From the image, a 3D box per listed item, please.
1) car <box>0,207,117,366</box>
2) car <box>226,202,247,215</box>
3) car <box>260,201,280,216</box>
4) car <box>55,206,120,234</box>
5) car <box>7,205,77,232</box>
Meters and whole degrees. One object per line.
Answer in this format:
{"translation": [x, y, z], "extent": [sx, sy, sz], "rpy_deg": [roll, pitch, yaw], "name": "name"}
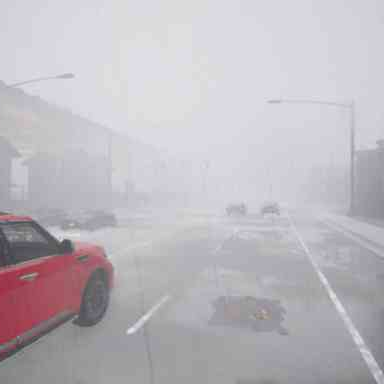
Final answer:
{"translation": [-3.015, 1.236, 4.158], "extent": [2.150, 2.045, 5.566], "rpy_deg": [0, -1, 12], "name": "car"}
{"translation": [4.965, 1.778, 36.321], "extent": [1.895, 1.301, 4.718], "rpy_deg": [0, 0, 14], "name": "car"}
{"translation": [8.262, 1.701, 35.078], "extent": [1.812, 1.442, 4.674], "rpy_deg": [0, 0, 14], "name": "car"}
{"translation": [-6.317, 1.654, 20.689], "extent": [1.994, 1.385, 4.181], "rpy_deg": [0, 0, 14], "name": "car"}
{"translation": [-9.654, 1.654, 21.775], "extent": [1.994, 1.385, 4.181], "rpy_deg": [0, 0, 14], "name": "car"}
